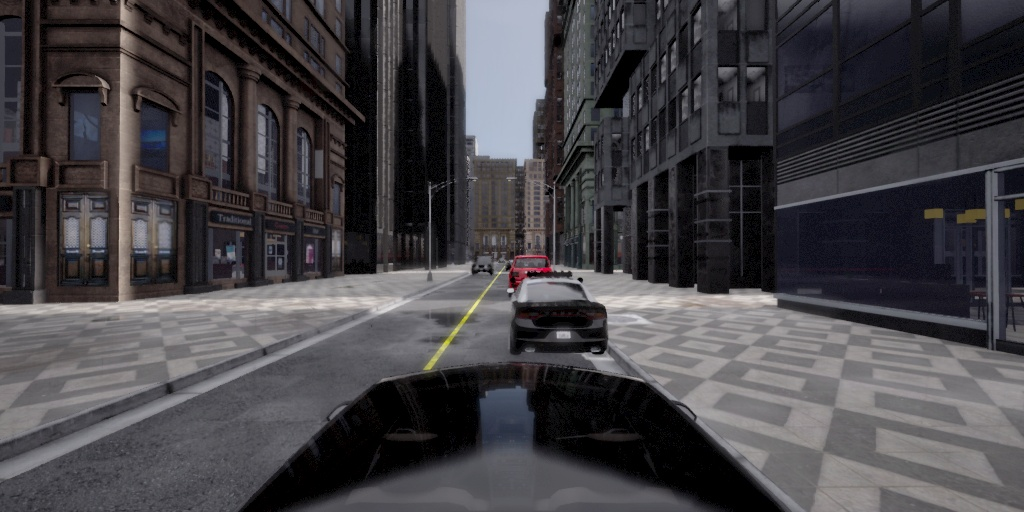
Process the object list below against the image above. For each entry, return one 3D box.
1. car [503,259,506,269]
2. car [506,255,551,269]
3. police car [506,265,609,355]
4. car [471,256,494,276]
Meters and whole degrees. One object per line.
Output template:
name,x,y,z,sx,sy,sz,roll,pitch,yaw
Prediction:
car,0.092,1.414,48.560,1.895,1.301,4.718,0,0,1
car,0.915,0.985,18.778,2.150,2.045,5.566,0,0,0
police car,0.905,1.179,8.856,1.930,1.638,5.238,0,0,0
car,-3.065,1.011,38.500,2.150,2.045,5.566,0,0,0
